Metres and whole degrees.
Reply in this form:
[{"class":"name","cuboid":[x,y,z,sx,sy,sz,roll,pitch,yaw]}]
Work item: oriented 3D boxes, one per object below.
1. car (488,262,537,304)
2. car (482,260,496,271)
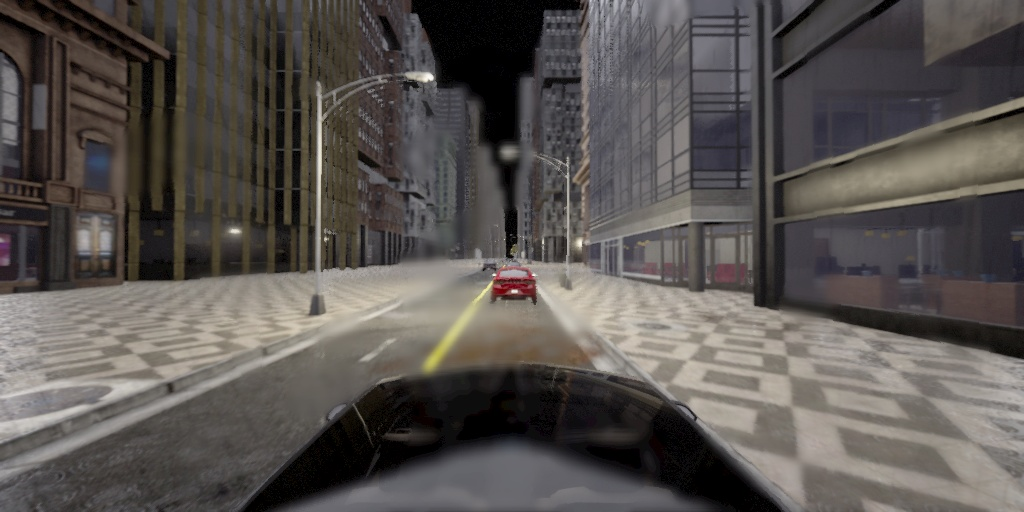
[{"class":"car","cuboid":[0.103,1.234,16.519,1.882,1.535,5.008,0,0,0]},{"class":"car","cuboid":[-2.990,1.307,48.801,2.033,1.411,5.357,0,0,0]}]
